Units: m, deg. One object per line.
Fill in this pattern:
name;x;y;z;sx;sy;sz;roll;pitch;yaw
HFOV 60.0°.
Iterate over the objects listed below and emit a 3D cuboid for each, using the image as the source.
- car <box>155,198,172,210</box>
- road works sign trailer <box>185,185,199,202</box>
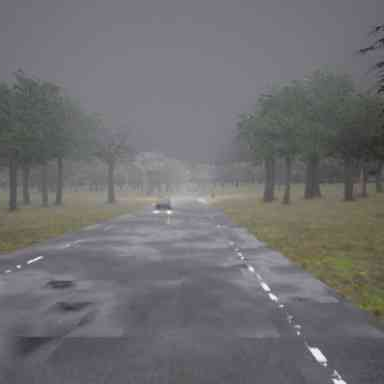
car;-3.597;1.463;42.451;1.882;1.535;5.008;0;0;0
road works sign trailer;-0.015;0.266;68.268;2.380;3.560;2.880;0;1;0
